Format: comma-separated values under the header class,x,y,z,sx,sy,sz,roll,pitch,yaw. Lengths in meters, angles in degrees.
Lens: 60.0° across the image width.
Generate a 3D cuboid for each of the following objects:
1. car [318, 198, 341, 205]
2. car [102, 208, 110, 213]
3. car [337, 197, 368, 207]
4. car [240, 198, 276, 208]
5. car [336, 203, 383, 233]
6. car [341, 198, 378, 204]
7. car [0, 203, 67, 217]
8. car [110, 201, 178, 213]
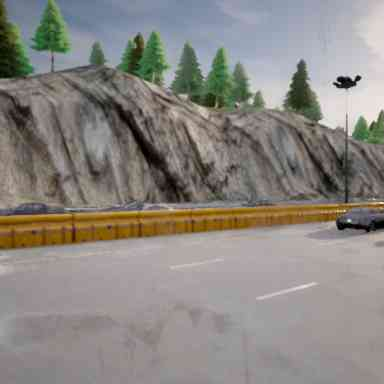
class,x,y,z,sx,sy,sz,roll,pitch,yaw
car,18.234,1.536,42.821,4.892,1.490,1.837,1,0,-36
car,-4.722,1.501,26.422,4.902,1.511,2.128,0,0,-36
car,25.118,1.584,52.102,5.357,1.411,2.033,0,0,-36
car,7.959,1.529,39.773,4.892,1.490,1.837,1,0,-36
car,10.454,1.578,19.809,4.181,1.385,1.994,0,0,-36
car,20.716,1.522,40.293,4.902,1.511,2.128,0,0,-36
car,-12.396,1.551,25.249,5.357,1.411,2.033,0,0,-36
car,-3.013,1.534,23.345,4.674,1.442,1.812,0,0,-36
